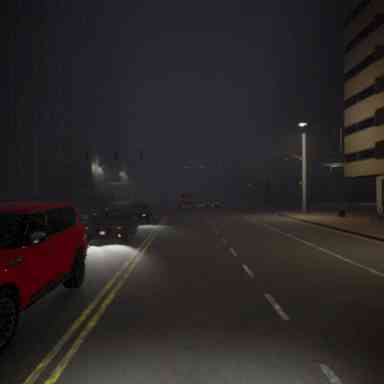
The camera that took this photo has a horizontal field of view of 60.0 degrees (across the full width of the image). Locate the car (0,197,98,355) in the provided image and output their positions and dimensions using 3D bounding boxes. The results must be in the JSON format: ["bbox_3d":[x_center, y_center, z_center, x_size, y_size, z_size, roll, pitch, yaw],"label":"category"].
[{"bbox_3d":[-3.701,1.232,6.366,2.150,2.045,5.566,0,0,-1],"label":"car"}]

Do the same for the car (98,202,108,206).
[{"bbox_3d":[-7.462,1.547,25.663,2.128,1.511,4.902,0,0,-1],"label":"car"}]

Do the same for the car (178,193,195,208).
[{"bbox_3d":[-0.757,1.199,46.785,2.150,2.045,5.566,0,0,-1],"label":"car"}]

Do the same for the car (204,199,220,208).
[{"bbox_3d":[2.740,1.566,46.864,1.895,1.301,4.718,0,0,-1],"label":"car"}]

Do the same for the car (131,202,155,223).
[{"bbox_3d":[-3.963,1.562,25.728,1.837,1.490,4.892,0,0,-1],"label":"car"}]

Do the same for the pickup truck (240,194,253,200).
[{"bbox_3d":[14.975,0.957,89.117,2.390,2.098,6.274,0,0,29],"label":"pickup truck"}]

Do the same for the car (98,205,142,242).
[{"bbox_3d":[-3.866,1.570,16.278,1.994,1.385,4.181,0,0,-1],"label":"car"}]
